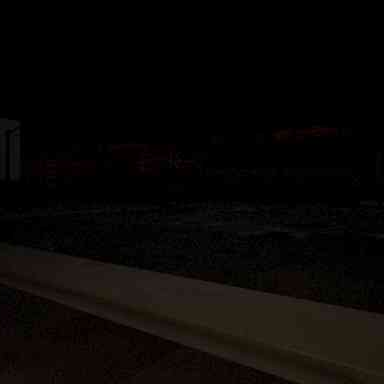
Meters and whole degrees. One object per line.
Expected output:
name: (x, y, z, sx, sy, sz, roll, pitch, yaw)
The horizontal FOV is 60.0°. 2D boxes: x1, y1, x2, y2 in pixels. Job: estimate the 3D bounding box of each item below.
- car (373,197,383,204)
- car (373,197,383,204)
car: (37.541, 1.734, 65.317, 2.038, 1.542, 4.974, 1, 1, 6)
car: (37.548, 1.576, 65.367, 1.853, 1.218, 4.536, 1, 1, 6)
